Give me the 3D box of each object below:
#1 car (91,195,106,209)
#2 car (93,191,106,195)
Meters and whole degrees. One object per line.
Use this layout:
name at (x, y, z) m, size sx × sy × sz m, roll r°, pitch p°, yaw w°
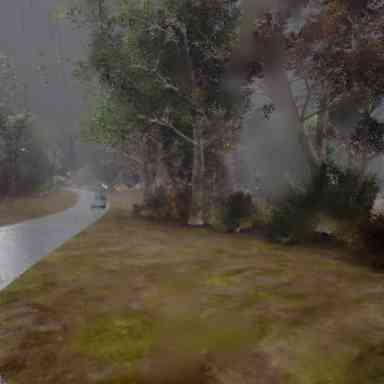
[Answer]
car at (-13.517, 1.640, 48.036) m, size 1.994 × 1.385 × 4.181 m, roll -1°, pitch 1°, yaw -13°
car at (-17.592, 0.834, 63.650) m, size 2.150 × 2.045 × 5.566 m, roll 0°, pitch 2°, yaw -17°
